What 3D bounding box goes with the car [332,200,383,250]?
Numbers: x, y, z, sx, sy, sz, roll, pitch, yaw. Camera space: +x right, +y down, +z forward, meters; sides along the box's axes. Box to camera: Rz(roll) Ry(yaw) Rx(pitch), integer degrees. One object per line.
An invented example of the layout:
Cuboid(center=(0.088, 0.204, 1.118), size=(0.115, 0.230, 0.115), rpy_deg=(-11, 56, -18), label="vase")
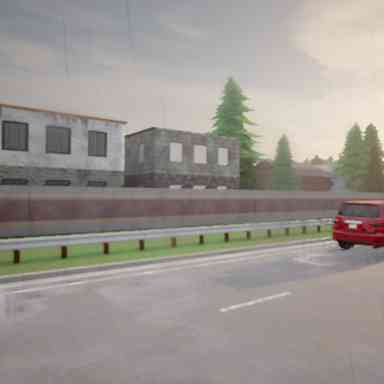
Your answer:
Cuboid(center=(8.141, 1.376, 13.869), size=(5.566, 2.045, 2.150), rpy_deg=(0, 0, -35), label="car")
